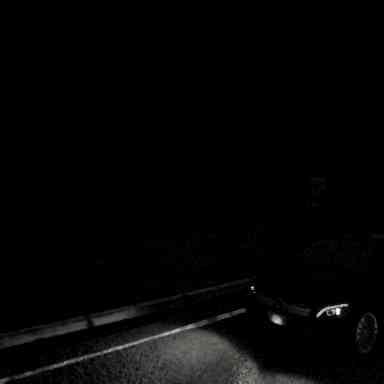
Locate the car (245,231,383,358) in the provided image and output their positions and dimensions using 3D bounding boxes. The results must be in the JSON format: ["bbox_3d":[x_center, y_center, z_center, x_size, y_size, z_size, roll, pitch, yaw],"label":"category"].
[{"bbox_3d":[3.014,1.507,6.161,4.674,1.442,1.812,-1,0,-39],"label":"car"}]

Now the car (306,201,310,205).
[{"bbox_3d":[25.405,2.423,77.287,2.033,1.411,5.357,-6,-2,-10],"label":"car"}]
